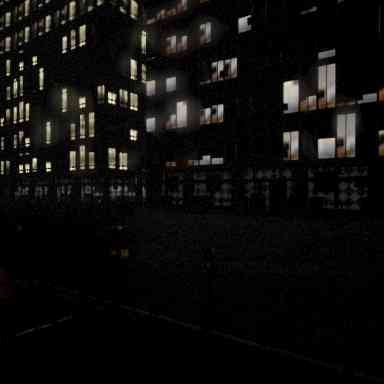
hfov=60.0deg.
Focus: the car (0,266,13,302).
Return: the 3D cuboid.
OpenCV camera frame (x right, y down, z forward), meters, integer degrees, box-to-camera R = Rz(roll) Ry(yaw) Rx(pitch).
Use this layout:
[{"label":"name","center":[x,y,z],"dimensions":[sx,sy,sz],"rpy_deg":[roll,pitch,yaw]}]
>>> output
[{"label":"car","center":[-5.544,1.526,6.834],"dimensions":[4.829,1.417,1.752],"rpy_deg":[0,0,36]}]
